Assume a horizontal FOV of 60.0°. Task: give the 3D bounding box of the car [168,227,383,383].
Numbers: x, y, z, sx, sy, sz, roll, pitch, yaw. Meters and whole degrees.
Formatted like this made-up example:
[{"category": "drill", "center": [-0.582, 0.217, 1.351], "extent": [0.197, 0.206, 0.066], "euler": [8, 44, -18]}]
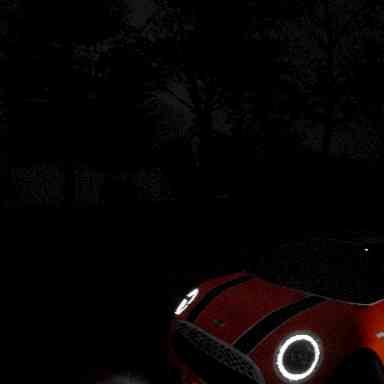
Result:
[{"category": "car", "center": [1.932, 1.330, 4.424], "extent": [4.553, 1.767, 2.097], "euler": [0, 1, -35]}]
